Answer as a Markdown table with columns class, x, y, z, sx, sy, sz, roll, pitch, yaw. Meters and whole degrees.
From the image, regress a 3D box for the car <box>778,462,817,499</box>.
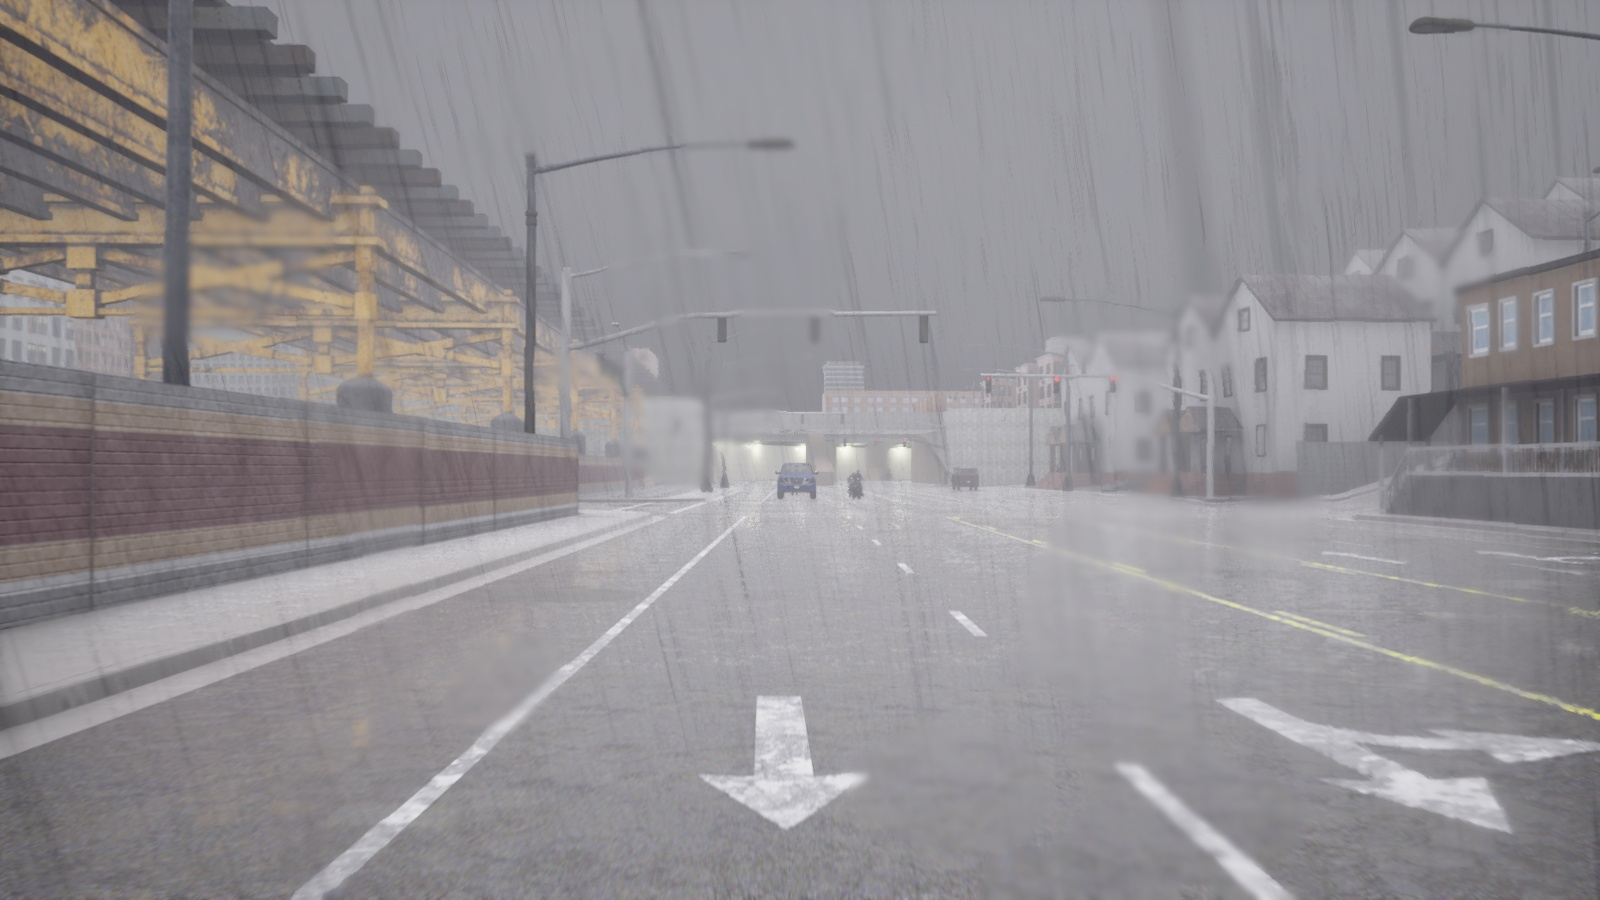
| class | x | y | z | sx | sy | sz | roll | pitch | yaw |
| --- | --- | --- | --- | --- | --- | --- | --- | --- | --- |
| car | -0.162 | 1.742 | 72.126 | 2.150 | 2.045 | 5.566 | 0 | -1 | 0 |
